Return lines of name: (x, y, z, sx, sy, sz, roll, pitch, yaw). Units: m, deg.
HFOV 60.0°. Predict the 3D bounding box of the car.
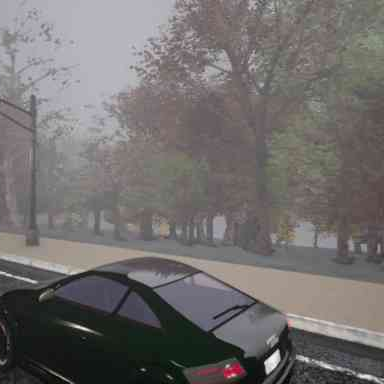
car: (-0.866, 1.576, 4.307, 4.181, 1.385, 1.994, 0, 0, 36)
